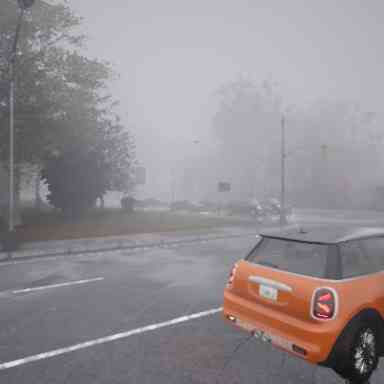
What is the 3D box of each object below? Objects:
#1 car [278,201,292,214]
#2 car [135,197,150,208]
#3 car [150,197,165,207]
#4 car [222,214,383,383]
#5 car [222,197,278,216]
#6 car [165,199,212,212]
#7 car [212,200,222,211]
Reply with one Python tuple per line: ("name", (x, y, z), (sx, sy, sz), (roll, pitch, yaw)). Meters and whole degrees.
("car", (7.849, 1.363, 33.738), (2.097, 1.767, 4.553), (0, 0, -38))
("car", (-8.650, 1.487, 48.917), (1.882, 1.535, 5.008), (0, 0, -38))
("car", (-5.384, 1.487, 50.428), (1.882, 1.535, 5.008), (0, 0, -38))
("car", (2.748, 1.359, 5.667), (4.553, 1.767, 2.097), (0, 0, -35))
("car", (5.366, 1.362, 31.237), (2.097, 1.767, 4.553), (0, 0, -38))
("car", (-0.524, 1.557, 38.658), (2.033, 1.411, 5.357), (0, 0, -38))
("car", (2.262, 1.611, 40.779), (1.895, 1.301, 4.718), (0, 0, -39))
